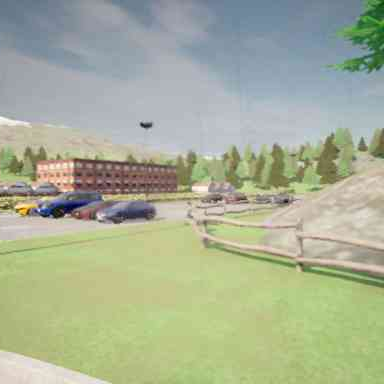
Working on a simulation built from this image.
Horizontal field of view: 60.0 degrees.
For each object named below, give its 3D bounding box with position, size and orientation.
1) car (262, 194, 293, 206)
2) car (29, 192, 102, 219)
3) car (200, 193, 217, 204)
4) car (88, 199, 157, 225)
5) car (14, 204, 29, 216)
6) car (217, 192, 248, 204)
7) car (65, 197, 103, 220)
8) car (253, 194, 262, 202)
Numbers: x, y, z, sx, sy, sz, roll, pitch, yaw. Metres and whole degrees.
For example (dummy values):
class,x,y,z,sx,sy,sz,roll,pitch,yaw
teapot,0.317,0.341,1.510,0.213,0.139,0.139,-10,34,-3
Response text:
class,x,y,z,sx,sy,sz,roll,pitch,yaw
car,11.541,0.960,43.259,2.128,1.511,4.902,0,1,38
car,-9.781,1.008,27.164,2.150,2.045,5.566,0,0,38
car,3.184,0.967,49.619,1.837,1.490,4.892,0,0,38
car,-4.378,1.318,22.692,1.812,1.442,4.674,0,1,37
car,-12.785,1.264,28.999,1.882,1.535,5.008,0,1,38
car,6.099,0.811,47.662,2.097,1.767,4.553,0,1,38
car,-6.926,1.349,25.135,1.994,1.385,4.181,0,1,38
car,10.669,0.974,47.803,2.033,1.411,5.357,0,1,39
